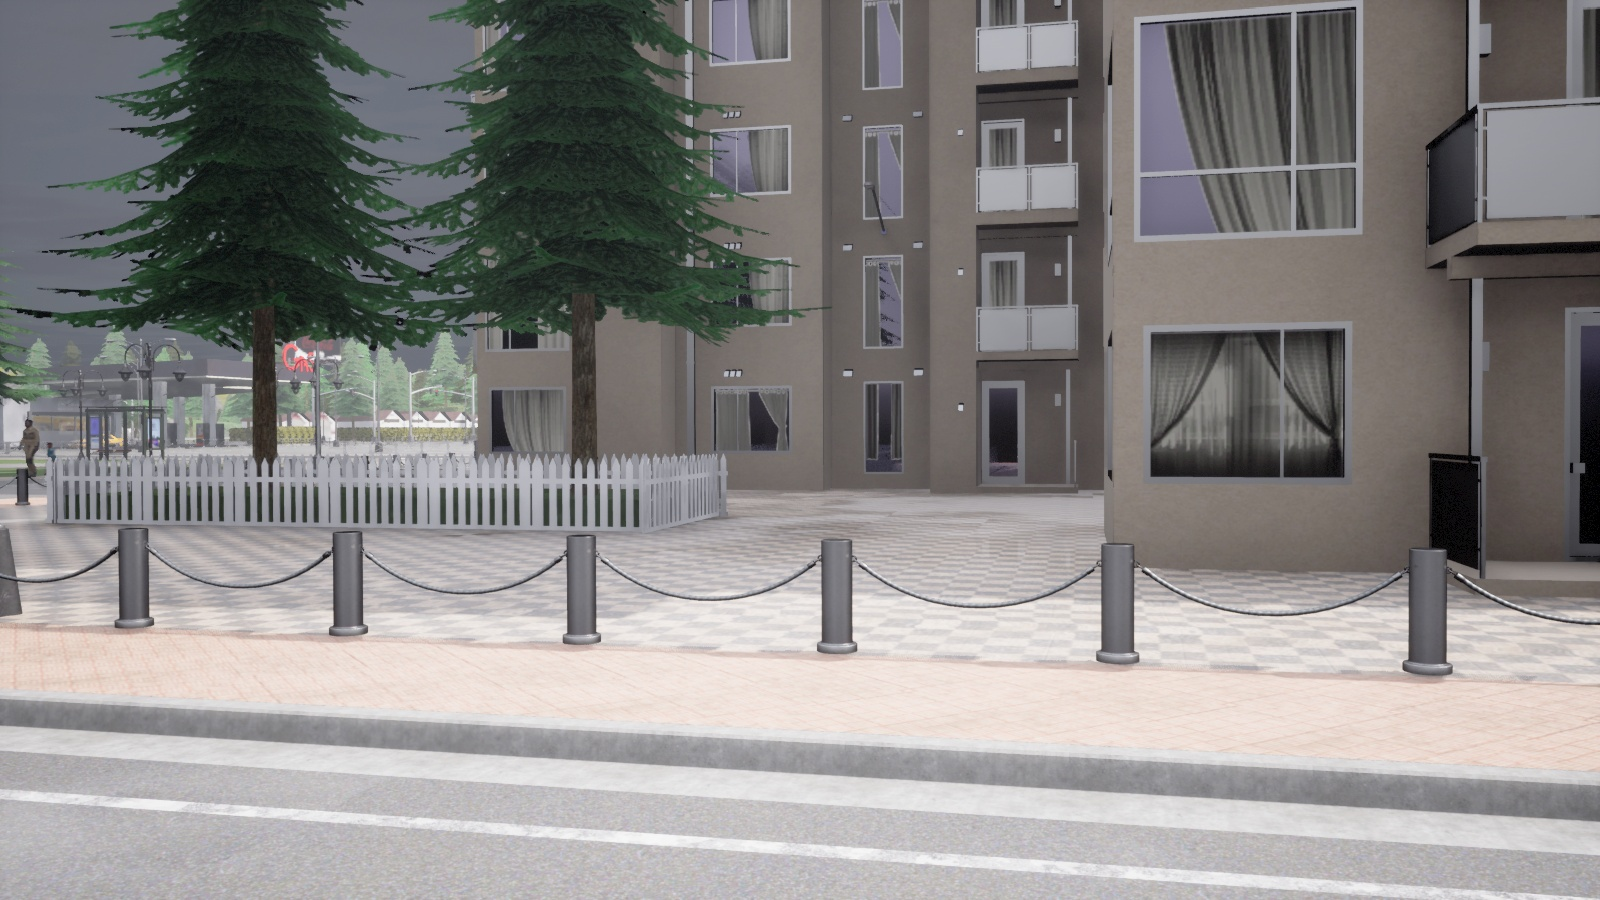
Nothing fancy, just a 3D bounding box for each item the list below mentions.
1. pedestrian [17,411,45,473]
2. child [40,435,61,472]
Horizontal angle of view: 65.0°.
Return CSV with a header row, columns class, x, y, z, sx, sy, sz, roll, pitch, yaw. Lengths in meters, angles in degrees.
class,x,y,z,sx,sy,sz,roll,pitch,yaw
pedestrian,-24.043,-0.247,39.252,0.396,1.930,0.692,0,1,7
child,-24.211,0.111,40.577,0.343,1.192,0.448,0,1,17
